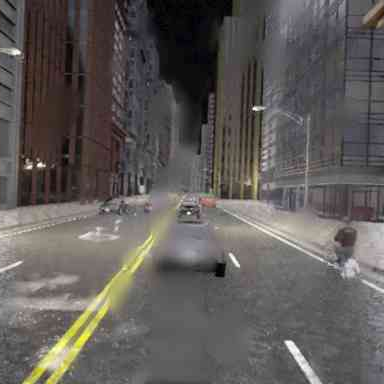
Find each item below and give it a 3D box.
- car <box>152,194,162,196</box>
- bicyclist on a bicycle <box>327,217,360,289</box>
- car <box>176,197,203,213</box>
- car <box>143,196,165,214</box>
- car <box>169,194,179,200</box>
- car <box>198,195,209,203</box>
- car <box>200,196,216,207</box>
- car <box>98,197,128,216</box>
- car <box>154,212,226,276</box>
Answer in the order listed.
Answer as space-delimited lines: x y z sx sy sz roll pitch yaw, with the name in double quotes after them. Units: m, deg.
-7.263 1.102 69.892 1.882 1.535 5.008 2 0 -1 "car"
4.004 1.541 8.905 0.659 1.776 1.843 2 0 -1 "bicyclist on a bicycle"
-0.265 1.522 30.223 1.837 1.490 4.892 2 0 -1 "car"
-3.735 1.411 33.685 1.812 1.442 4.674 2 0 0 "car"
-4.063 1.088 75.204 1.882 1.535 5.008 2 0 -1 "car"
2.438 1.551 73.861 2.128 1.511 4.902 2 0 -1 "car"
2.734 1.456 54.929 2.097 1.767 4.553 2 0 -1 "car"
-6.946 1.267 29.782 1.837 1.490 4.892 2 0 -1 "car"
-0.062 1.582 10.499 1.994 1.385 4.181 2 0 -1 "car"
